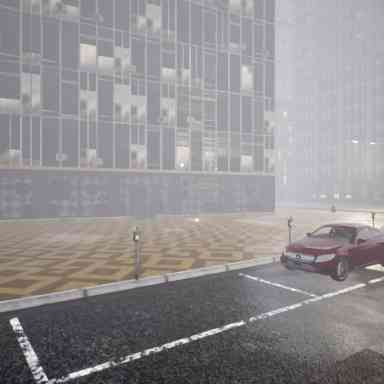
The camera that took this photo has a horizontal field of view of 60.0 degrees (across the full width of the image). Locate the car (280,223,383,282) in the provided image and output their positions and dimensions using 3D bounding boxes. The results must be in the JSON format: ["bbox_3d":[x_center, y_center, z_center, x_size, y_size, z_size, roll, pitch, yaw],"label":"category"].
[{"bbox_3d":[4.404,1.579,9.712,4.206,1.307,1.802,0,0,-36],"label":"car"}]
